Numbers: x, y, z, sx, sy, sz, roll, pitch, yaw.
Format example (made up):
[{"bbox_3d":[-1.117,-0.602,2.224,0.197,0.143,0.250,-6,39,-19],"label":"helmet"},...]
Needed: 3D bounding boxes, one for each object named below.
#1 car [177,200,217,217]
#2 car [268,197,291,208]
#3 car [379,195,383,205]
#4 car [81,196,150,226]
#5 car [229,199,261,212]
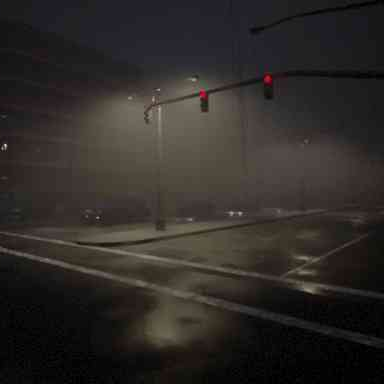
[{"bbox_3d":[0.531,1.593,33.525,1.882,1.535,5.008,-1,0,38],"label":"car"},{"bbox_3d":[12.930,1.547,48.984,1.837,1.490,4.892,-1,0,39],"label":"car"},{"bbox_3d":[31.856,1.216,54.005,2.097,1.767,4.553,-1,0,39],"label":"car"},{"bbox_3d":[-5.714,1.373,25.714,2.150,2.045,5.566,-1,0,39],"label":"car"},{"bbox_3d":[6.690,1.626,41.232,2.033,1.411,5.357,-1,0,39],"label":"car"}]
